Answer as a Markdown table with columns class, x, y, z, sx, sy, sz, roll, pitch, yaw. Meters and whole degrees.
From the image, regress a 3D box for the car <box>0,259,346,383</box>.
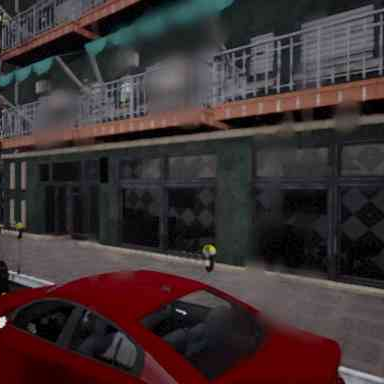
| class | x | y | z | sx | sy | sz | roll | pitch | yaw |
| --- | --- | --- | --- | --- | --- | --- | --- | --- | --- |
| car | -0.841 | 1.527 | 3.471 | 4.507 | 1.381 | 1.887 | 0 | 1 | 35 |
